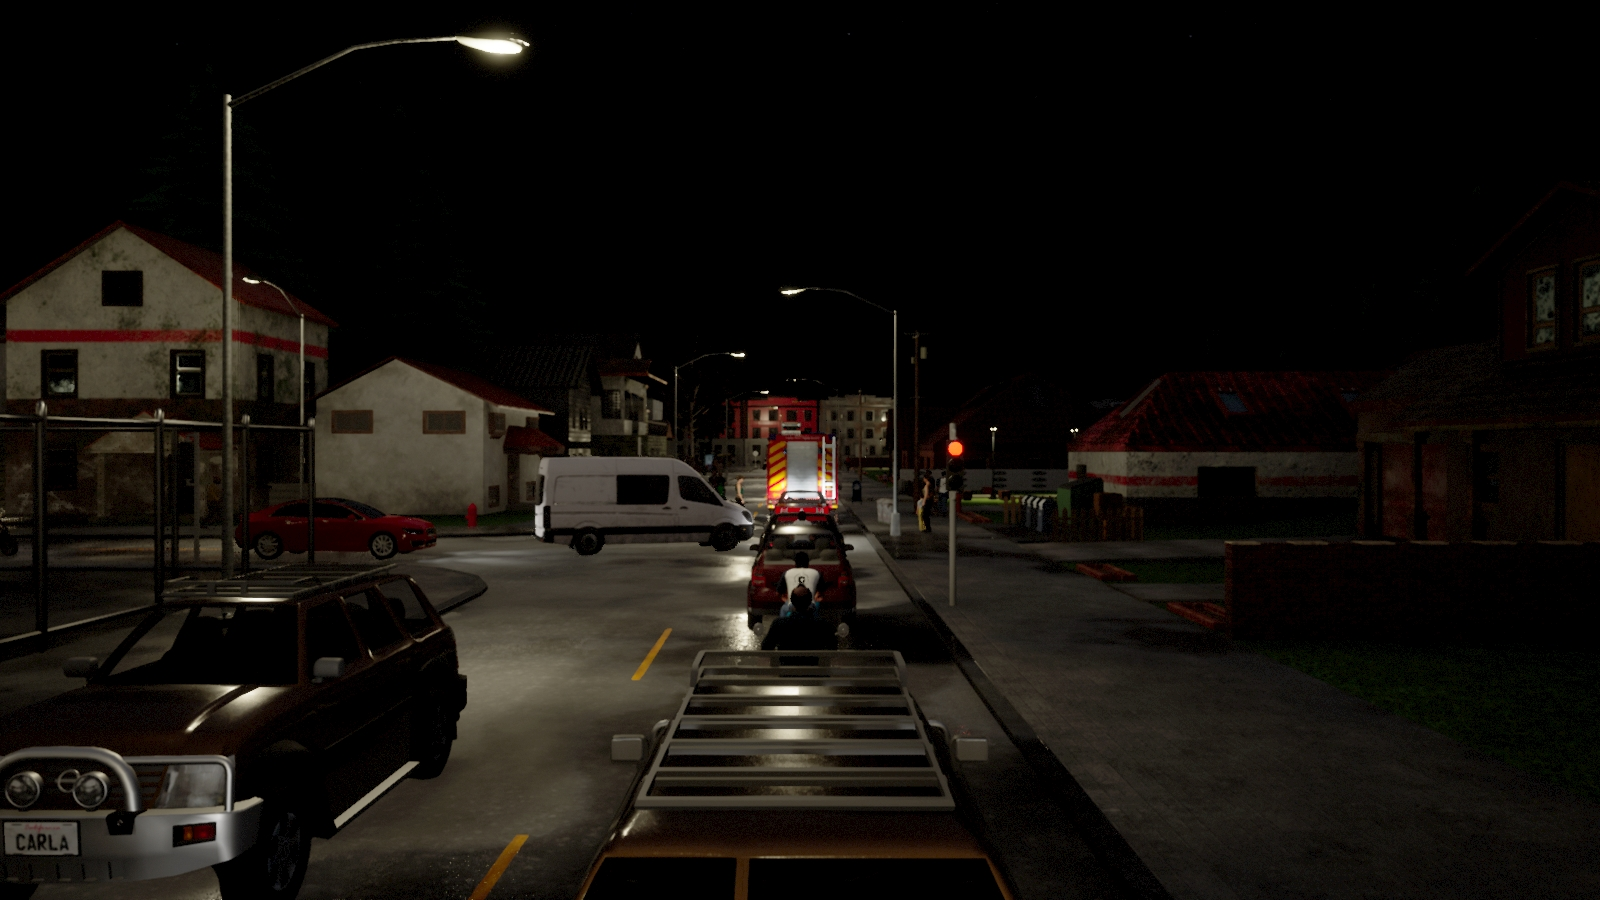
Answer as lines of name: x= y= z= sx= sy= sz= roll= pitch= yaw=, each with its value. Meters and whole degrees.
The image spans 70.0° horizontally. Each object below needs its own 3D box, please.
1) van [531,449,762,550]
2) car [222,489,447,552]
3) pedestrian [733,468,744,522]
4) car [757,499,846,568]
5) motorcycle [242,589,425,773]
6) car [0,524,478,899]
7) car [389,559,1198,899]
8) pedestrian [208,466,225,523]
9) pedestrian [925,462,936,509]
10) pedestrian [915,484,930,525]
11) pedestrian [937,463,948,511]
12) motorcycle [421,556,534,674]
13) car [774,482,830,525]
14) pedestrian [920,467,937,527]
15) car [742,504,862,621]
van: x=-4.169 y=1.250 z=31.081 sx=5.915 sy=2.561 sz=1.988 roll=0 pitch=0 yaw=-20
car: x=-11.885 y=1.779 z=29.424 sx=4.892 sy=1.480 sz=2.231 roll=0 pitch=0 yaw=0
pedestrian: x=-2.132 y=1.547 z=39.495 sx=0.375 sy=1.860 sz=0.375 roll=0 pitch=0 yaw=-5
car: x=0.042 y=1.872 z=26.663 sx=1.895 sy=1.301 sz=4.718 roll=0 pitch=0 yaw=0
motorcycle: x=-3.994 y=1.939 z=9.953 sx=0.856 sy=1.236 sz=1.805 roll=0 pitch=0 yaw=0
car: x=-3.983 y=1.624 z=8.348 sx=1.932 sy=1.855 sz=4.605 roll=0 pitch=0 yaw=0
car: x=-0.006 y=1.631 z=5.034 sx=1.932 sy=1.855 sz=4.605 roll=0 pitch=0 yaw=0
pedestrian: x=-19.176 y=1.447 z=37.529 sx=0.375 sy=1.860 sz=0.375 roll=0 pitch=0 yaw=-2
pedestrian: x=5.233 y=1.429 z=45.885 sx=0.375 sy=1.860 sz=0.375 roll=0 pitch=0 yaw=-4
pedestrian: x=3.910 y=1.730 z=36.377 sx=0.375 sy=1.300 sz=0.375 roll=0 pitch=0 yaw=-14
pedestrian: x=5.547 y=1.432 z=44.585 sx=0.375 sy=1.860 sz=0.375 roll=0 pitch=0 yaw=-3
motorcycle: x=-3.894 y=1.962 z=13.965 sx=0.803 sy=1.145 sz=2.033 roll=0 pitch=0 yaw=0
car: x=0.070 y=1.851 z=40.584 sx=1.895 sy=1.301 sz=4.718 roll=0 pitch=0 yaw=0
pedestrian: x=4.006 y=1.452 z=35.632 sx=0.375 sy=1.860 sz=0.375 roll=0 pitch=0 yaw=36
car: x=0.027 y=1.765 z=18.823 sx=1.789 sy=1.549 sz=3.705 roll=0 pitch=0 yaw=0
